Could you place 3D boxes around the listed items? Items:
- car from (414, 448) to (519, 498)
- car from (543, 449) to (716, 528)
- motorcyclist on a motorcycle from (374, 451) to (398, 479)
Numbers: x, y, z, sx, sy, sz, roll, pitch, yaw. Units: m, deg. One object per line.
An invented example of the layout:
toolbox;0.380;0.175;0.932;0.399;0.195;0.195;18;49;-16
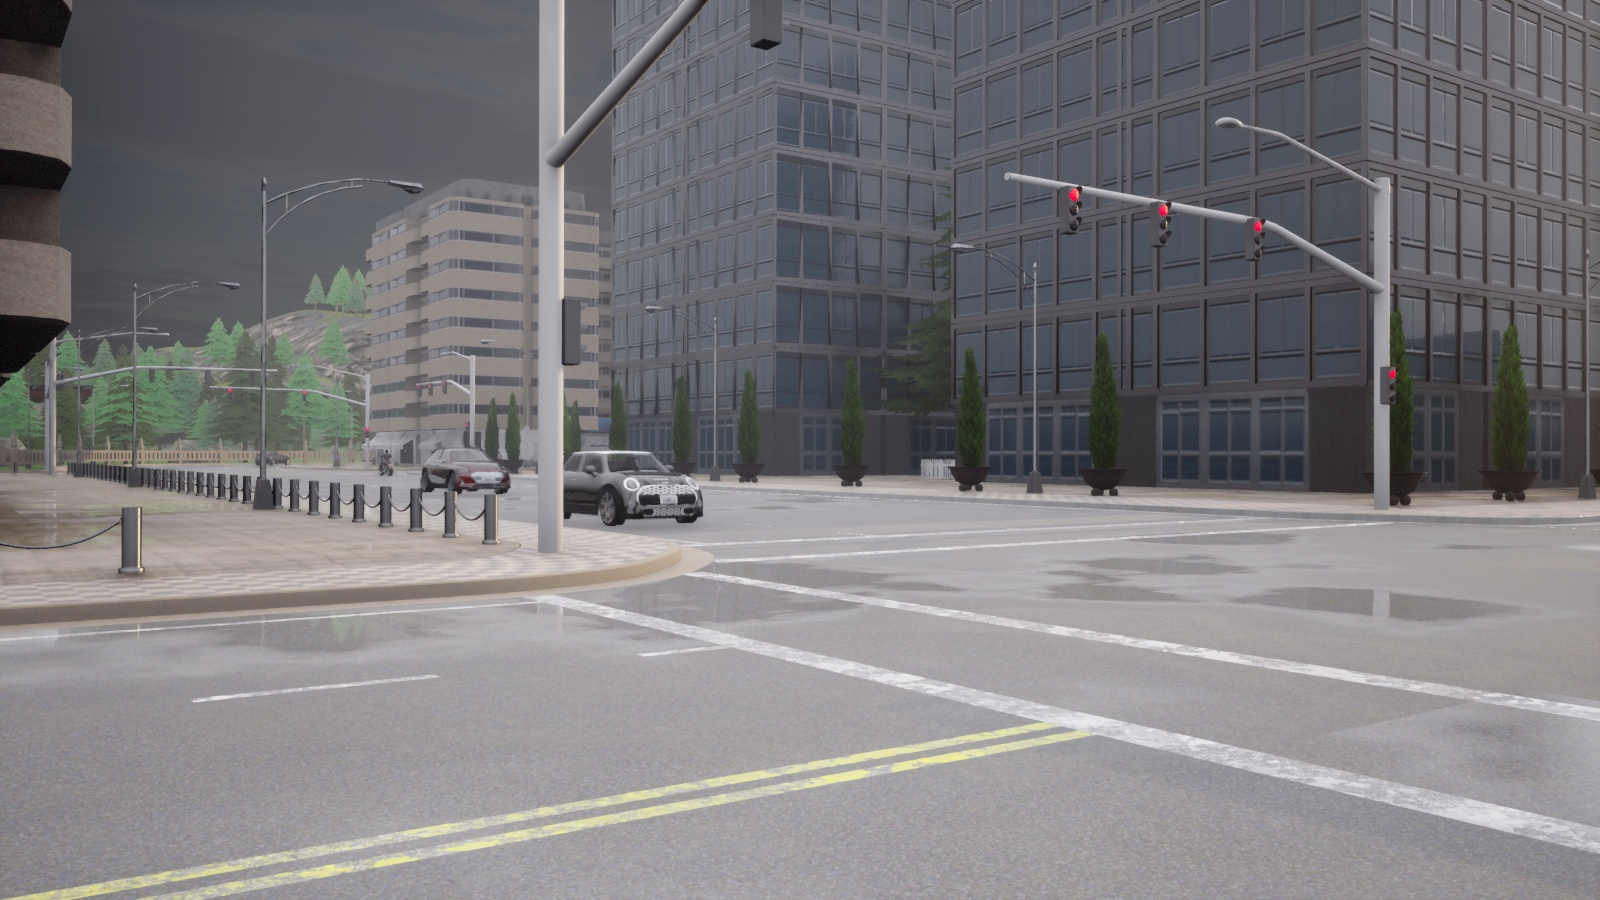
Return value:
car;-11.667;0.751;43.660;2.033;1.649;4.856;0;0;-34
car;-3.561;0.725;25.692;1.970;1.475;3.806;0;0;-35
motorcyclist on a motorcycle;-24.902;0.877;75.473;0.766;1.649;2.350;0;0;-34
